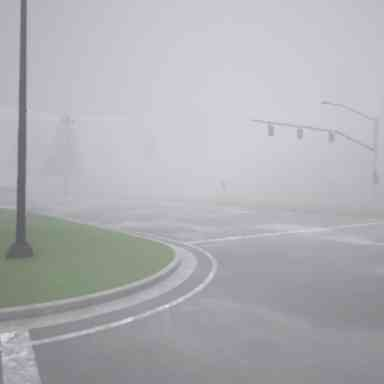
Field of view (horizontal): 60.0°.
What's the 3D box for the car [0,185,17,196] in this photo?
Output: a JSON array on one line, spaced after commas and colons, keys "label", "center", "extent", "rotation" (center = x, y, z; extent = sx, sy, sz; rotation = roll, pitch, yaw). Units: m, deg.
[{"label": "car", "center": [-26.890, -0.243, 48.414], "extent": [4.892, 1.490, 1.837], "rotation": [2, 0, 10]}]
